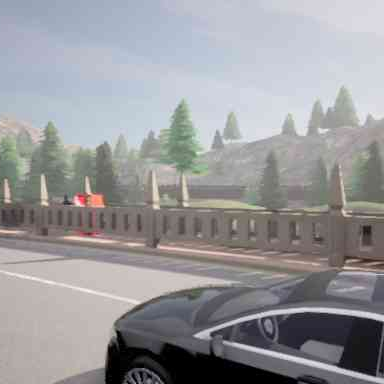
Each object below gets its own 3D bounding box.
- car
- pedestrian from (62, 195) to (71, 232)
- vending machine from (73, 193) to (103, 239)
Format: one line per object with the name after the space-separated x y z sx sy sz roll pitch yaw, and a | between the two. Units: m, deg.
1.314 1.476 2.846 4.902 1.511 2.128 0 0 35 | car
-6.285 1.059 16.666 0.375 1.860 0.375 1 1 28 | pedestrian
-5.018 1.115 16.088 0.880 2.100 1.100 1 0 28 | vending machine
